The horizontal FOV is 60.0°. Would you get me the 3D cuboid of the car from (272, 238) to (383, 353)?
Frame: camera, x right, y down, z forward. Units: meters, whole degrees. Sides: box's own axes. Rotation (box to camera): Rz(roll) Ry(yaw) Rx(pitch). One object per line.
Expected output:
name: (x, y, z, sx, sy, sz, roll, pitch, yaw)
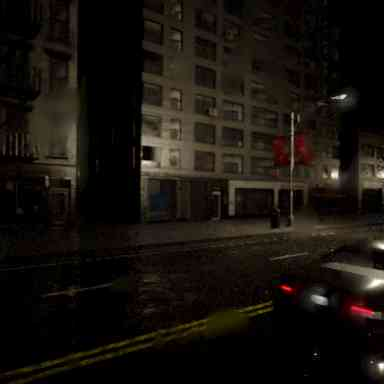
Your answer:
car: (3.845, 1.601, 6.183, 5.357, 1.411, 2.033, 1, 0, -35)
